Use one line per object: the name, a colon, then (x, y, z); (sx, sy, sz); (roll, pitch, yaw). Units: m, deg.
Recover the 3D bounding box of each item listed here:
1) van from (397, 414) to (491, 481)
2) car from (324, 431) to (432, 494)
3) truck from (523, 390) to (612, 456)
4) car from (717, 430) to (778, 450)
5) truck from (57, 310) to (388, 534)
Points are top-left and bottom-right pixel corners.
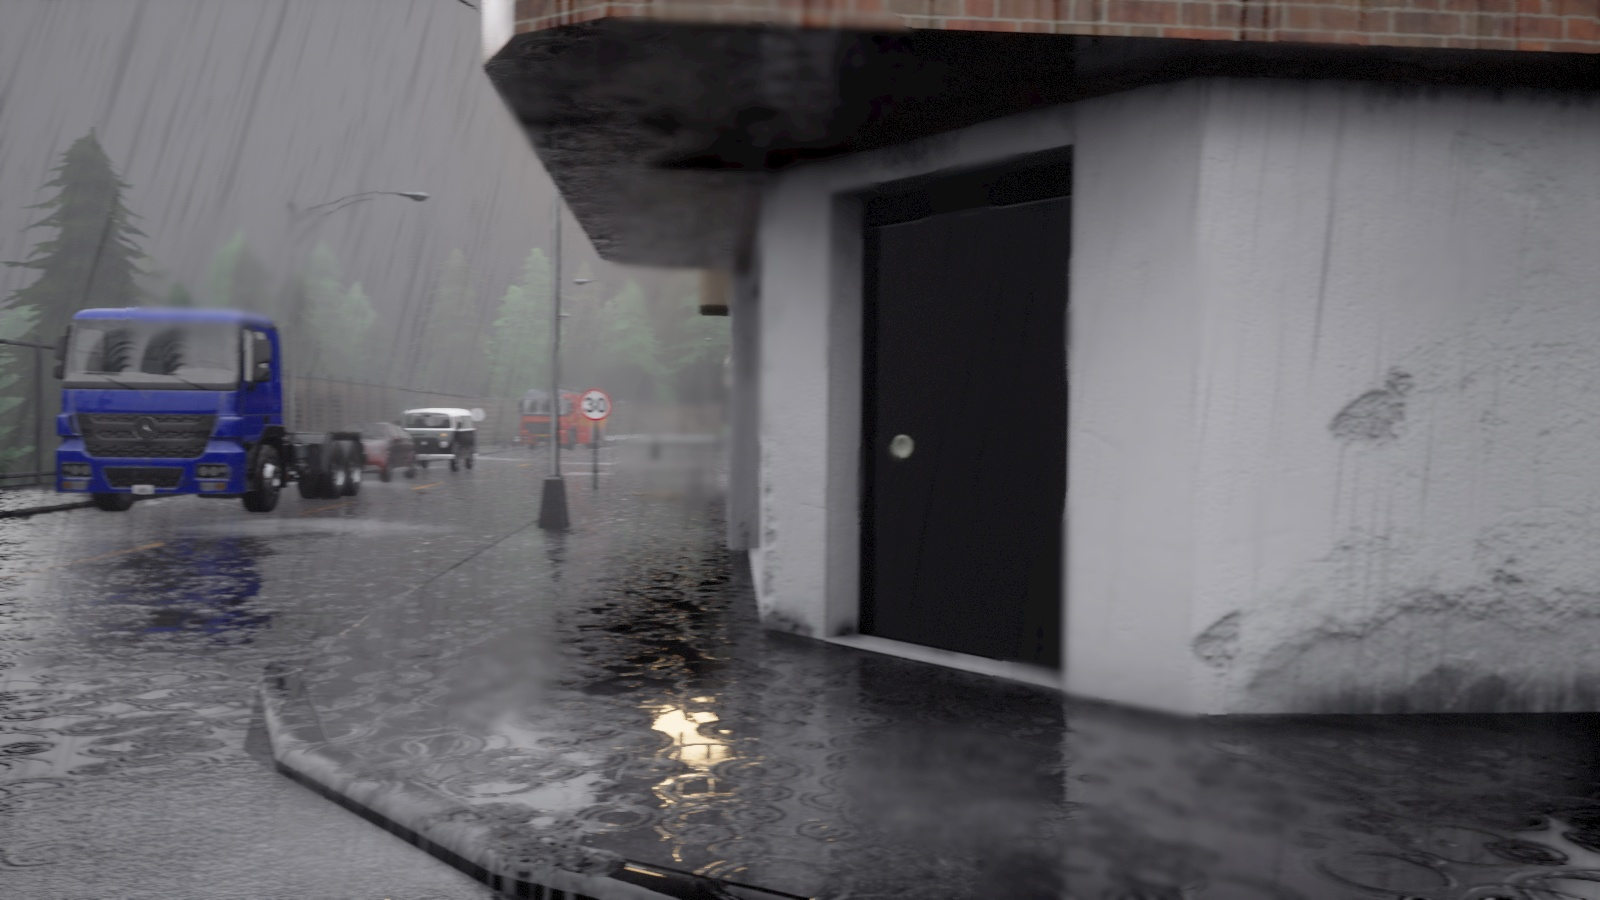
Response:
van: (-11.597, -0.115, 41.230); (2.069, 2.038, 4.480); (-1, 1, -4)
car: (-10.994, 0.285, 32.972); (1.789, 1.549, 3.705); (-1, 1, -4)
truck: (-14.305, -1.648, 78.021); (2.891, 3.827, 8.468); (-1, 1, 8)
car: (-3.791, -0.760, 90.702); (4.181, 1.385, 1.994); (-1, 1, -9)
truck: (-10.300, -0.511, 23.572); (2.891, 3.462, 7.936); (-1, 1, -3)
